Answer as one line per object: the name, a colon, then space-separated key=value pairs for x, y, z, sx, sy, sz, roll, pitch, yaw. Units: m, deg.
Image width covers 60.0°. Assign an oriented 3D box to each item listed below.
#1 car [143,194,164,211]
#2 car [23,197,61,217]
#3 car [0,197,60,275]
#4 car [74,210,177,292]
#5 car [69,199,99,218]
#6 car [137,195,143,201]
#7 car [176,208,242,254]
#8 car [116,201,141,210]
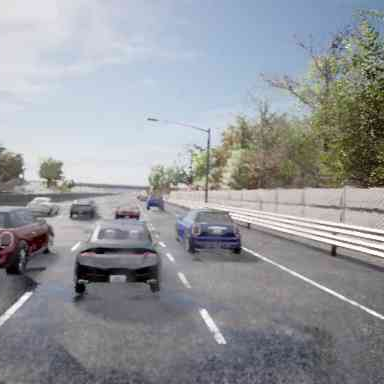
car: x=-4.983 y=1.362 z=44.727 sx=2.150 sy=2.045 sz=5.566 roll=3 pitch=0 yaw=-10
car: x=-12.507 y=1.192 z=28.081 sx=1.812 sy=1.442 sz=4.674 roll=3 pitch=0 yaw=-10
car: x=-5.607 y=1.179 z=9.884 sx=2.097 sy=1.767 sz=4.553 roll=3 pitch=0 yaw=-10
car: x=-1.871 y=1.479 z=8.874 sx=2.128 sy=1.511 sz=4.902 roll=3 pitch=0 yaw=-10
car: x=-8.852 y=1.317 z=27.553 sx=2.128 sy=1.511 sz=4.902 roll=3 pitch=0 yaw=-10
car: x=-11.853 y=1.751 z=82.094 sx=1.994 sy=1.385 sz=4.181 roll=3 pitch=-1 yaw=-10
car: x=0.559 y=1.492 z=14.482 sx=2.097 sy=1.767 sz=4.553 roll=3 pitch=0 yaw=-10
car: x=-5.180 y=1.586 z=26.898 sx=1.895 sy=1.301 sz=4.718 roll=3 pitch=0 yaw=-10
